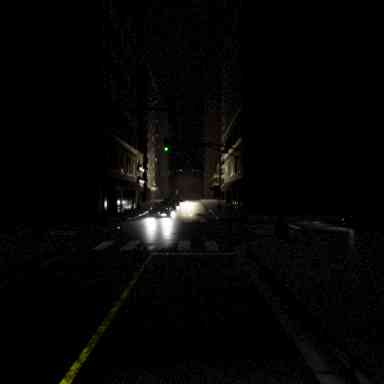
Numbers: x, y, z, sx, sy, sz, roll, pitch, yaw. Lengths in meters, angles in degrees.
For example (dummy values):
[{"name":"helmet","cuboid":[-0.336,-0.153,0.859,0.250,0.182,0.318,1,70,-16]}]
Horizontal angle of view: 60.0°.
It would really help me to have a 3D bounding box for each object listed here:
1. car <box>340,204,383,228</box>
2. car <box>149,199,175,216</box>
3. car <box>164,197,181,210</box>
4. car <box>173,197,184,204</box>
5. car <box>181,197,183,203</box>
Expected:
[{"name":"car","cuboid":[12.189,1.519,21.688,4.674,1.442,1.812,0,0,0]},{"name":"car","cuboid":[-2.997,1.617,32.664,1.895,1.301,4.718,0,0,1]},{"name":"car","cuboid":[-2.949,1.515,42.891,2.128,1.511,4.902,0,0,0]},{"name":"car","cuboid":[-2.765,1.650,68.333,1.994,1.385,4.181,0,0,0]},{"name":"car","cuboid":[-2.906,1.556,52.882,1.812,1.442,4.674,0,0,1]}]
